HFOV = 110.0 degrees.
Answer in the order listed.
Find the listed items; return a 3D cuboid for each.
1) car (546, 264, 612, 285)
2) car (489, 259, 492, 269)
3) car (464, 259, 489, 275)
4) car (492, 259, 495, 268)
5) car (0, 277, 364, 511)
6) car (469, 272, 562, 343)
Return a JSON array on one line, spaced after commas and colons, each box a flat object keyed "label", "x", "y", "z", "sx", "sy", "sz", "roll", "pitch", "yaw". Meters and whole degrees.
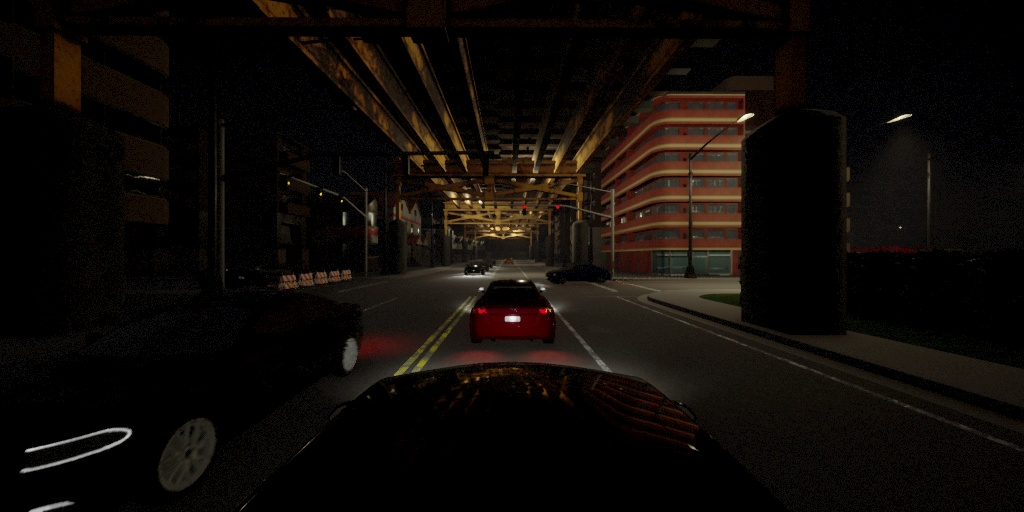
[{"label": "car", "x": 4.739, "y": 1.275, "z": 25.529, "sx": 4.674, "sy": 1.442, "sz": 1.812, "roll": 0, "pitch": 0, "yaw": -9}, {"label": "car", "x": -4.016, "y": 1.351, "z": 47.553, "sx": 1.895, "sy": 1.301, "sz": 4.718, "roll": 0, "pitch": 0, "yaw": 0}, {"label": "car", "x": -3.933, "y": 1.314, "z": 38.667, "sx": 1.994, "sy": 1.385, "sz": 4.181, "roll": 0, "pitch": 0, "yaw": 0}, {"label": "car", "x": -4.101, "y": 1.264, "z": 57.875, "sx": 1.812, "sy": 1.442, "sz": 4.674, "roll": 0, "pitch": 0, "yaw": 0}, {"label": "car", "x": -3.642, "y": 1.227, "z": 4.602, "sx": 1.882, "sy": 1.535, "sz": 5.008, "roll": 0, "pitch": 0, "yaw": -1}, {"label": "car", "x": 0.006, "y": 1.314, "z": 9.663, "sx": 1.994, "sy": 1.385, "sz": 4.181, "roll": 0, "pitch": 0, "yaw": 0}]
